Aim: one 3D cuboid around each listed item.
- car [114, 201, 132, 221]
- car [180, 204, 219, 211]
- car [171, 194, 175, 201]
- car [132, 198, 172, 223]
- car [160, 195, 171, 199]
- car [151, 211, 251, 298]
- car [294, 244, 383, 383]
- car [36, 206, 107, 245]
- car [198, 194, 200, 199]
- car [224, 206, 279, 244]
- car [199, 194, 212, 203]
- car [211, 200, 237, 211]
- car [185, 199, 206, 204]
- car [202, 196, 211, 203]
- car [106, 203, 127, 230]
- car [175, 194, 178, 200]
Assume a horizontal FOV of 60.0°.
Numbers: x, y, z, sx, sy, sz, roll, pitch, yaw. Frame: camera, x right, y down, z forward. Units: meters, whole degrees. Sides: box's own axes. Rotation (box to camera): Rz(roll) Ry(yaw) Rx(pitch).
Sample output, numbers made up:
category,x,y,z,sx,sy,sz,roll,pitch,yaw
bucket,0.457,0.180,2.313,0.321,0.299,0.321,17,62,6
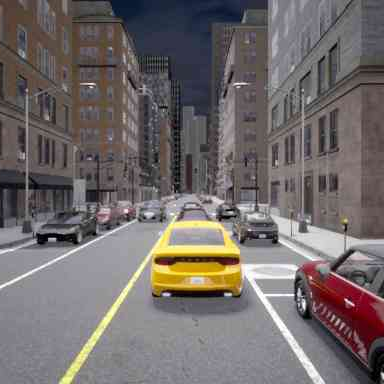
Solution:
category,x,y,z,sx,sy,sz,roll,pitch,yaw
car,-5.657,1.443,26.671,1.967,1.590,4.097,0,0,0
car,0.115,1.565,17.585,1.994,1.385,4.181,0,0,0
car,-5.580,1.616,74.591,2.008,1.369,4.403,0,0,0
car,-3.005,1.496,25.890,2.128,1.511,4.902,0,0,0
car,-5.605,1.626,63.774,1.802,1.307,4.206,0,0,0
car,0.098,1.478,8.591,1.882,1.535,5.008,0,0,0
car,2.858,1.440,4.662,1.967,1.590,4.097,0,0,0
car,-5.662,1.567,15.668,1.947,1.339,4.313,0,0,0
car,2.945,1.616,74.575,2.008,1.369,4.403,0,0,0
car,2.863,1.552,15.664,2.008,1.369,4.403,0,0,0
car,2.919,1.484,63.757,1.967,1.590,4.097,0,0,0
car,2.868,1.569,26.667,1.947,1.339,4.313,0,0,0
car,0.012,1.529,26.396,1.812,1.442,4.674,0,0,2
car,2.932,1.579,69.336,1.752,1.417,4.829,0,0,0
car,-5.660,1.584,21.170,1.802,1.307,4.206,0,0,0
car,-5.544,1.637,90.647,1.752,1.417,4.829,0,0,0
